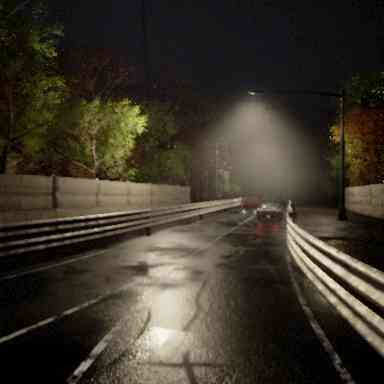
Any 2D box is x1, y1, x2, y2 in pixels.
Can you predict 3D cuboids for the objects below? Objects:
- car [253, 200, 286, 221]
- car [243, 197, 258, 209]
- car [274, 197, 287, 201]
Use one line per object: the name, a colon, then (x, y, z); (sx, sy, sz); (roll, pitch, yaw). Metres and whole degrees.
car: (6.481, 1.587, 27.495); (1.895, 1.301, 4.718); (0, 0, 17)
car: (7.977, 1.455, 44.392); (1.882, 1.535, 5.008); (0, 0, 17)
car: (12.211, 1.508, 46.559); (1.837, 1.490, 4.892); (0, -1, 17)
